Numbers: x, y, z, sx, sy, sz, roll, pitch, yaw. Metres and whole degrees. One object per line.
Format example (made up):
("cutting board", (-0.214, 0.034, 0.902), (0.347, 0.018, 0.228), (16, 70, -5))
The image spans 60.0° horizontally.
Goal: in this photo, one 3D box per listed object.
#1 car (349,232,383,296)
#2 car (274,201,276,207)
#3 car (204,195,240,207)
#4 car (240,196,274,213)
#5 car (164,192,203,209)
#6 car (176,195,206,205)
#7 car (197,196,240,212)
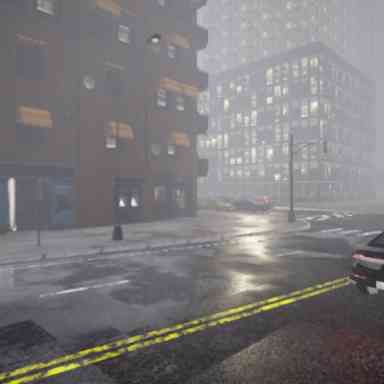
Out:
("car", (5.464, 1.510, 7.506), (4.902, 1.511, 2.128), (0, 0, -37))
("car", (7.771, 1.134, 39.648), (4.097, 1.590, 1.967), (1, 0, 44))
("car", (3.888, 1.174, 43.337), (4.313, 1.339, 1.947), (1, 0, 44))
("car", (5.658, 1.318, 33.479), (4.181, 1.385, 1.994), (1, 1, 45))
("car", (-1.093, 0.956, 40.096), (4.553, 1.767, 2.097), (1, 1, 44))
("car", (-0.183, 1.099, 47.325), (4.206, 1.307, 1.802), (1, 0, 44))
("car", (2.075, 1.249, 33.261), (4.829, 1.417, 1.752), (1, 0, 44))
